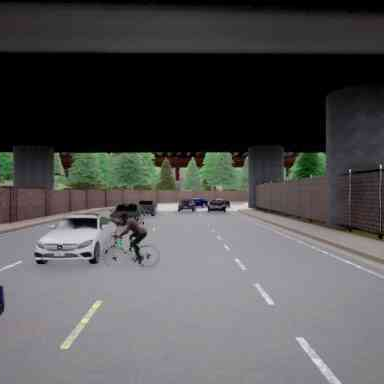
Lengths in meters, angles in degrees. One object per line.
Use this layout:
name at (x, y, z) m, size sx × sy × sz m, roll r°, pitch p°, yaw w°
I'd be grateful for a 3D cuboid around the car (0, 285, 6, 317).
car at (-3.632, 1.601, 2.678) m, size 1.895 × 1.301 × 4.718 m, roll 0°, pitch 0°, yaw -2°

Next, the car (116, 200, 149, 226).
car at (-4.176, 1.505, 21.814) m, size 1.837 × 1.490 × 4.892 m, roll 0°, pitch 0°, yaw -2°

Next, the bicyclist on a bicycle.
bicyclist on a bicycle at (-1.798, 1.455, 9.810) m, size 1.656 × 1.620 × 0.582 m, roll -2°, pitch 0°, yaw -2°

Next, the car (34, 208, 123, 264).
car at (-3.900, 1.526, 11.937) m, size 1.812 × 1.442 × 4.674 m, roll 0°, pitch 0°, yaw -2°

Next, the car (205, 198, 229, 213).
car at (2.776, 1.564, 37.356) m, size 1.994 × 1.385 × 4.181 m, roll 0°, pitch 0°, yaw 4°

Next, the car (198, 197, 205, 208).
car at (1.071, 1.478, 48.643) m, size 1.882 × 1.535 × 5.008 m, roll 0°, pitch 0°, yaw 15°

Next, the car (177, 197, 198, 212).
car at (-0.577, 1.526, 38.974) m, size 1.812 × 1.442 × 4.674 m, roll 0°, pitch 0°, yaw 3°

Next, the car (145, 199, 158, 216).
car at (-4.393, 1.505, 32.156) m, size 1.837 × 1.490 × 4.892 m, roll 0°, pitch 0°, yaw -1°
